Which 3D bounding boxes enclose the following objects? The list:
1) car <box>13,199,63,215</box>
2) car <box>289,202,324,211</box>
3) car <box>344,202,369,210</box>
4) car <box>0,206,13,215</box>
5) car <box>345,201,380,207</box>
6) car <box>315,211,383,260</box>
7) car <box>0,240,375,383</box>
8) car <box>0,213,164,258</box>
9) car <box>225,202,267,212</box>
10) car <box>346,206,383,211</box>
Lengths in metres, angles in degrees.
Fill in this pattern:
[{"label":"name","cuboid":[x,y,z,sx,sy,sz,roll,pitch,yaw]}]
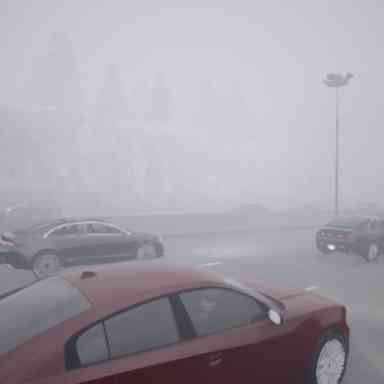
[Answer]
[{"label":"car","cuboid":[-13.643,1.422,28.653,4.553,1.767,2.097,1,-1,-35]},{"label":"car","cuboid":[15.354,2.070,44.538,5.357,1.411,2.033,1,-1,-34]},{"label":"car","cuboid":[28.729,2.379,57.924,4.718,1.301,1.895,1,-1,-35]},{"label":"car","cuboid":[-13.798,1.491,19.945,4.902,1.511,2.128,1,-1,-35]},{"label":"car","cuboid":[20.717,1.896,39.721,4.553,1.767,2.097,1,0,-34]},{"label":"car","cuboid":[6.788,1.682,12.885,4.892,1.490,1.837,1,-1,-35]},{"label":"car","cuboid":[-0.285,1.501,3.543,5.008,1.535,1.882,1,0,-36]},{"label":"car","cuboid":[-3.116,1.536,10.123,4.902,1.511,2.128,1,0,-36]},{"label":"car","cuboid":[5.473,1.827,33.580,4.892,1.490,1.837,0,0,-35]},{"label":"car","cuboid":[11.949,1.844,20.796,5.357,1.411,2.033,1,-1,-35]}]
